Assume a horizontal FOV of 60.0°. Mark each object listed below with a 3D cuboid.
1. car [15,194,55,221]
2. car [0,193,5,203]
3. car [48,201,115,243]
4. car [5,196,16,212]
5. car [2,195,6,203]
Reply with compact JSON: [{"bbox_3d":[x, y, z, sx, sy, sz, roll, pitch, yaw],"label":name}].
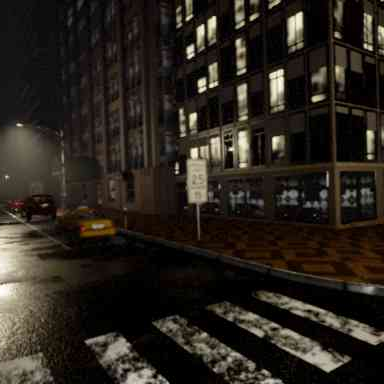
[{"bbox_3d":[-11.487,1.071,24.894,2.192,1.841,5.009,-2,1,-33],"label":"car"},{"bbox_3d":[-30.118,1.227,53.154,1.887,1.381,4.507,-2,1,-33],"label":"car"},{"bbox_3d":[-4.935,1.305,14.903,1.752,1.417,4.829,-2,1,-33],"label":"car"},{"bbox_3d":[-17.693,1.277,34.317,1.887,1.381,4.507,-2,1,-33],"label":"car"},{"bbox_3d":[-20.799,1.302,39.027,1.802,1.307,4.206,-2,1,-33],"label":"car"}]
